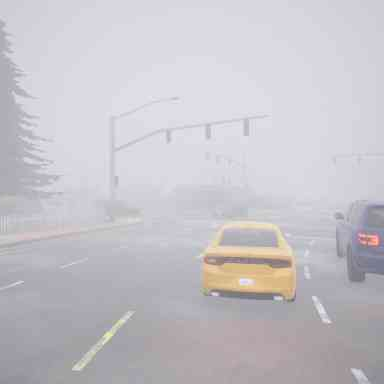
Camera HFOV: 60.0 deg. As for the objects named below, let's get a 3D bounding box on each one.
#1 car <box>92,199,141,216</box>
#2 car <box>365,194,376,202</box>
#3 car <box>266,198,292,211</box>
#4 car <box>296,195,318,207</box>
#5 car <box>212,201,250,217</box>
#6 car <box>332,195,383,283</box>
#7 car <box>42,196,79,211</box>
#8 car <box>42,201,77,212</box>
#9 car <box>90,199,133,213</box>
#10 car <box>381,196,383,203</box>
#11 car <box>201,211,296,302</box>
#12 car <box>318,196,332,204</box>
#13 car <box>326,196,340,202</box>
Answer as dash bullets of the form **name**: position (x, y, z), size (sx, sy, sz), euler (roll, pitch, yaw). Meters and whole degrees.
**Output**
- **car**: position (-7.227, 1.560, 32.745), size (4.892, 1.490, 1.837), euler (0, 0, 34)
- **car**: position (42.877, 1.355, 79.727), size (2.097, 1.767, 4.553), euler (0, 0, 32)
- **car**: position (11.016, 1.526, 42.013), size (1.812, 1.442, 4.674), euler (0, 0, 39)
- **car**: position (18.088, 1.563, 52.847), size (1.994, 1.385, 4.181), euler (0, 0, 32)
- **car**: position (3.460, 1.534, 29.006), size (2.128, 1.511, 4.902), euler (0, 0, 32)
- **car**: position (5.462, 1.221, 9.478), size (2.150, 2.045, 5.566), euler (0, 0, 19)
- **car**: position (-17.011, 1.407, 42.979), size (4.553, 1.767, 2.097), euler (0, 0, 32)
- **car**: position (-15.074, 1.581, 37.643), size (4.674, 1.442, 1.812), euler (0, 0, 32)
- **car**: position (-9.289, 1.560, 38.163), size (4.892, 1.490, 1.837), euler (0, 0, 32)
- **car**: position (40.544, 1.540, 69.224), size (2.033, 1.411, 5.357), euler (0, 0, 32)
- **car**: position (1.498, 1.478, 8.449), size (1.882, 1.535, 5.008), euler (0, 0, 12)
- **car**: position (25.373, 1.526, 64.568), size (1.812, 1.442, 4.674), euler (0, 0, 32)
- **car**: position (31.847, 1.536, 75.127), size (2.033, 1.411, 5.357), euler (0, 0, 32)
